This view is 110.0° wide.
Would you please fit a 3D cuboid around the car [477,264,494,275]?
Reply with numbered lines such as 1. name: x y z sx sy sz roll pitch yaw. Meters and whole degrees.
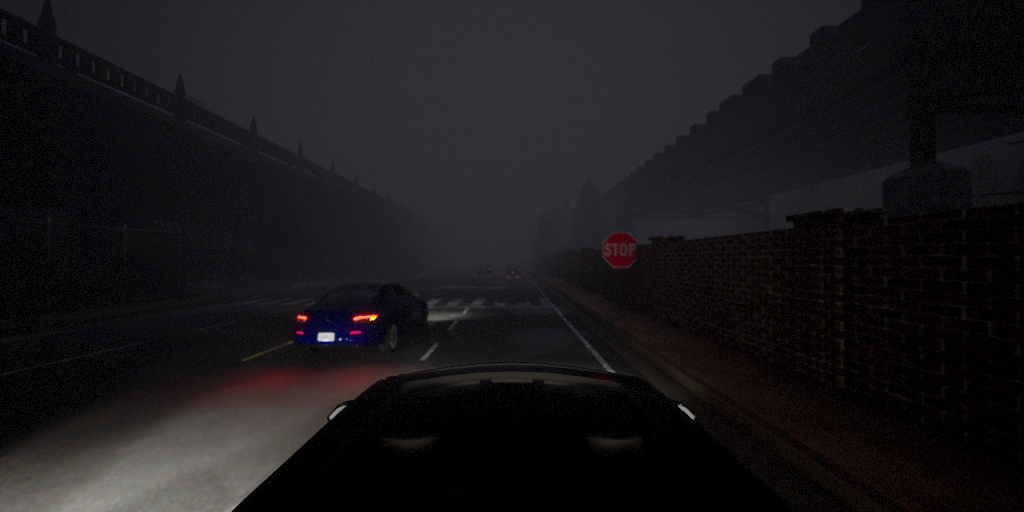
1. car: -3.374 1.664 45.122 2.033 1.411 5.357 0 0 -1

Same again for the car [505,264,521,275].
1. car: 0.120 1.719 45.366 1.895 1.301 4.718 0 0 -1

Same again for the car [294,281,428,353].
1. car: -3.407 1.336 8.869 1.812 1.442 4.674 0 0 0
